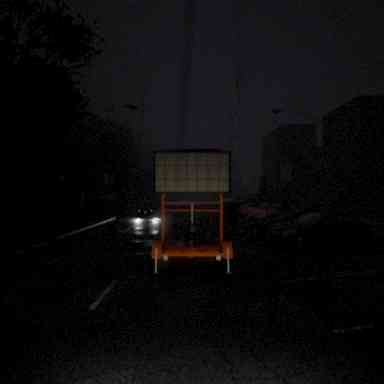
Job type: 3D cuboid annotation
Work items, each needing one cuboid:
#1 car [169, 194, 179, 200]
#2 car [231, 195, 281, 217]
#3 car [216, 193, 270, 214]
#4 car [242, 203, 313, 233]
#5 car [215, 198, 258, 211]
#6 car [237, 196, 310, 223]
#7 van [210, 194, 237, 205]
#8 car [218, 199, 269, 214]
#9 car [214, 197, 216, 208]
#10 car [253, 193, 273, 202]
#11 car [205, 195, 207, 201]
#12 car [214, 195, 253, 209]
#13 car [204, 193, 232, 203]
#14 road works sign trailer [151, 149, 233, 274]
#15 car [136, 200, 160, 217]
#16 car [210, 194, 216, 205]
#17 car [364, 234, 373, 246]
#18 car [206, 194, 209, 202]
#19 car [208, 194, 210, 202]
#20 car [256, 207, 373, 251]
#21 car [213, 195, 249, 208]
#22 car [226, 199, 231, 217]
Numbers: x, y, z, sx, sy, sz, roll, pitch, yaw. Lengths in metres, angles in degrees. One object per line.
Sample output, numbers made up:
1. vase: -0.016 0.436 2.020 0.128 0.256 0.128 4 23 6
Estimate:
1. car: -3.887 1.114 71.995 2.097 1.767 4.553 0 0 0
2. car: 5.384 1.340 22.821 4.553 1.767 2.185 1 0 -20
3. car: 5.367 1.215 28.796 5.566 2.045 2.435 1 0 -20
4. car: 5.301 1.496 16.800 4.792 1.488 2.163 1 0 -20
5. car: 5.409 1.508 40.812 4.792 1.488 2.163 1 0 -20
6. car: 5.372 1.341 19.820 4.553 1.767 2.185 1 0 -20
7. van: 5.613 1.296 58.893 4.442 1.987 1.878 1 0 -20
8. car: 5.377 1.500 34.811 4.792 1.488 2.163 1 0 -20
9. car: 5.217 1.463 31.754 5.366 1.575 1.946 1 0 -20
10. car: 18.532 1.352 86.853 2.435 2.045 5.566 0 1 -21
11. car: 5.335 1.530 64.792 5.366 1.575 1.946 1 0 -20
12. car: 5.417 1.358 43.826 4.553 1.767 2.185 1 0 -20
13. car: 5.536 1.301 70.885 5.566 2.045 2.435 1 0 -20
14. road works sign trailer: 0.007 0.451 10.535 2.380 3.560 2.880 0 0 0
15. car: -3.973 1.486 30.636 1.837 1.490 4.892 0 0 0
16. car: 5.398 1.223 37.812 5.566 2.045 2.435 1 0 -20
17. car: 5.313 1.481 4.808 4.892 1.521 2.231 1 0 -20
18. car: 5.486 1.512 55.847 5.008 1.535 2.097 1 0 -20
19. car: 5.518 1.379 52.844 4.553 1.767 2.185 1 0 -20
20. car: 5.322 1.510 13.808 4.674 1.452 2.002 1 0 -20
21. car: 5.430 1.364 46.828 4.553 1.767 2.185 1 0 -20
22. car: 5.360 1.505 25.818 4.674 1.452 2.002 1 0 -20
